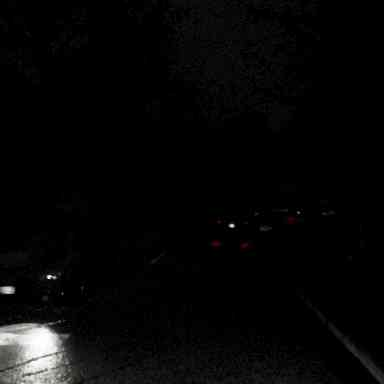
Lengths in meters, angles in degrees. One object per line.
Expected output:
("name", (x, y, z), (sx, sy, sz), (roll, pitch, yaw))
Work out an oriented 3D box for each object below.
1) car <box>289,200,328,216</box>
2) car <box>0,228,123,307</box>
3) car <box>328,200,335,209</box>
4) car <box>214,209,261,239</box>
("car", (11.484, 1.653, 32.974), (1.895, 1.301, 4.718), (-1, -1, 41))
("car", (-3.117, 1.580, 7.951), (1.994, 1.385, 4.181), (0, 0, 6))
("car", (17.805, 1.722, 45.268), (1.895, 1.301, 4.718), (-1, -1, 39))
("car", (2.519, 1.594, 17.841), (1.994, 1.385, 4.181), (0, 0, 17))
